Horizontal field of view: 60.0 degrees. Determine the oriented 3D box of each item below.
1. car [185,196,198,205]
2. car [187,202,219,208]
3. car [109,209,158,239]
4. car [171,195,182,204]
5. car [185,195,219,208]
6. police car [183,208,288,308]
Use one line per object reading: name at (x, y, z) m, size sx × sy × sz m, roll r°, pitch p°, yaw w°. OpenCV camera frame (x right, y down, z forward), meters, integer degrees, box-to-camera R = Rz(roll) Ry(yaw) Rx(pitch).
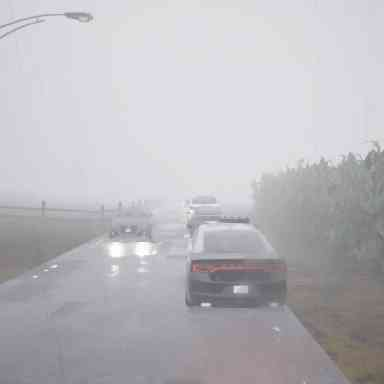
car at (-0.069, 1.452, 59.821) m, size 2.128 × 1.511 × 4.902 m, roll 0°, pitch 0°, yaw 0°
car at (0.803, 1.490, 18.021) m, size 1.837 × 1.490 × 4.892 m, roll 0°, pitch 0°, yaw 0°
car at (-2.873, 1.549, 16.998) m, size 1.994 × 1.385 × 4.181 m, roll 0°, pitch 0°, yaw 0°
car at (-2.824, 1.326, 64.255) m, size 2.097 × 1.767 × 4.553 m, roll 0°, pitch 0°, yaw 0°
car at (0.794, 1.197, 24.050) m, size 2.150 × 2.045 × 5.566 m, roll 0°, pitch 0°, yaw 0°
police car at (0.814, 1.420, 8.131) m, size 1.930 × 1.638 × 5.238 m, roll 0°, pitch 0°, yaw 0°
